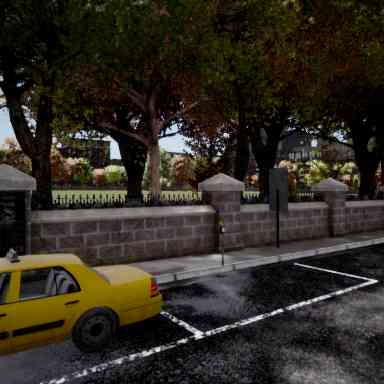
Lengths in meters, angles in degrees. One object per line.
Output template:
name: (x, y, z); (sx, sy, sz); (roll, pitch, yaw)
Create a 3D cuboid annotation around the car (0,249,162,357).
car: (-2.768, 1.525, 4.585); (4.829, 1.417, 1.752); (0, 0, -35)
